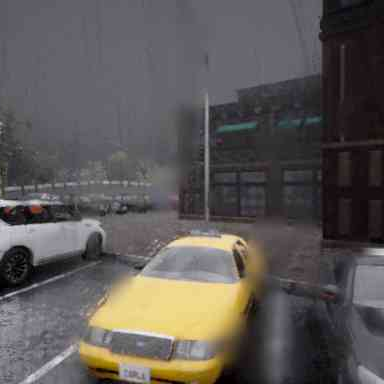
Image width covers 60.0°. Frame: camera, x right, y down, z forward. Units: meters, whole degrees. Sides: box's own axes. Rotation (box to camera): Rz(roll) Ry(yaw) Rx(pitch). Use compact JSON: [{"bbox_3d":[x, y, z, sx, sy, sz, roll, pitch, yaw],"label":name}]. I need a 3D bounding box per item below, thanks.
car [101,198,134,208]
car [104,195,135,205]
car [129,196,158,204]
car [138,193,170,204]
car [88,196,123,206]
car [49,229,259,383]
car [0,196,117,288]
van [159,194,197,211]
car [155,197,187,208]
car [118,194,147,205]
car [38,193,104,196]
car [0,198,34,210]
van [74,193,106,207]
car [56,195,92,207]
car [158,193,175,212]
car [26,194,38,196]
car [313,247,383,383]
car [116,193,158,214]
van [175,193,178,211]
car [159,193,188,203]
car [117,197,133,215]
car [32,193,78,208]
[{"bbox_3d":[-10.735,1.585,48.287,1.895,1.301,4.718,0,0,35],"label":"car"},{"bbox_3d":[-12.266,1.343,56.443,4.553,1.767,2.185,-1,0,14],"label":"car"},{"bbox_3d":[-8.873,1.500,61.456,4.792,1.488,2.163,-1,-1,14],"label":"car"},{"bbox_3d":[-7.239,1.220,63.974,5.566,2.045,2.435,-1,0,14],"label":"car"},{"bbox_3d":[-13.998,1.469,53.967,4.892,1.521,2.231,-1,-1,14],"label":"car"},{"bbox_3d":[0.158,1.477,5.852,1.946,1.575,5.366,1,-1,16],"label":"car"},{"bbox_3d":[-4.686,1.226,9.552,2.435,2.045,5.566,0,-1,15],"label":"car"},{"bbox_3d":[-1.750,1.254,41.621,4.442,1.987,1.878,1,0,14],"label":"van"},{"bbox_3d":[-3.120,1.482,50.359,2.128,1.511,4.902,0,0,34],"label":"car"},{"bbox_3d":[-10.573,1.344,58.954,4.553,1.767,2.185,-1,0,14],"label":"car"},{"bbox_3d":[-10.141,1.220,29.405,5.566,2.045,2.435,1,0,14],"label":"car"},{"bbox_3d":[-22.500,1.491,41.449,4.792,1.488,2.163,-1,0,14],"label":"car"},{"bbox_3d":[-15.805,1.242,51.487,4.442,1.987,1.878,-1,0,14],"label":"van"},{"bbox_3d":[-17.416,1.340,48.975,4.553,1.767,2.185,-1,-1,14],"label":"car"},{"bbox_3d":[-5.214,1.224,36.748,5.566,2.045,2.435,1,1,14],"label":"car"},{"bbox_3d":[-15.711,1.332,31.563,2.097,1.767,4.553,0,0,33],"label":"car"},{"bbox_3d":[2.656,1.526,4.288,2.002,1.452,4.674,1,-1,16],"label":"car"},{"bbox_3d":[-6.876,1.223,34.300,5.566,2.045,2.435,1,1,14],"label":"car"},{"bbox_3d":[-3.412,1.253,39.172,4.442,1.987,1.878,1,0,14],"label":"van"},{"bbox_3d":[-3.787,1.221,68.958,5.566,2.045,2.435,-1,-1,14],"label":"car"},{"bbox_3d":[-8.538,1.502,31.842,4.792,1.488,2.163,1,1,14],"label":"car"},{"bbox_3d":[-19.056,1.212,46.464,5.566,2.045,2.435,-1,-1,14],"label":"car"}]
